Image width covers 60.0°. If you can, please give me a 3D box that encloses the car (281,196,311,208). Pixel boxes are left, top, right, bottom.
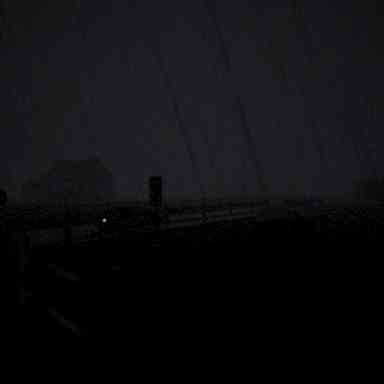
[{"bbox_3d":[13.980,1.298,44.672,1.812,1.442,4.674,0,0,35],"label":"car"}]

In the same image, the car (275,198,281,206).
[{"bbox_3d":[14.216,1.317,49.939,2.033,1.411,5.357,0,0,35],"label":"car"}]

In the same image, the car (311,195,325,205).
[{"bbox_3d":[19.794,1.246,53.172,1.812,1.442,4.674,0,0,35],"label":"car"}]

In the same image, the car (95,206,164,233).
[{"bbox_3d":[-3.541,1.474,19.420,1.994,1.385,4.181,0,0,35],"label":"car"}]
